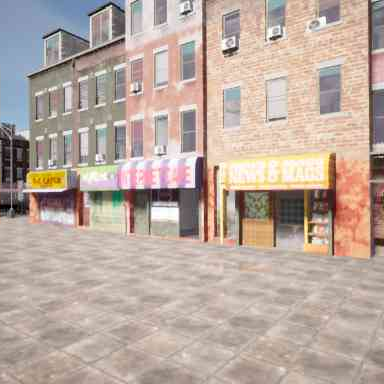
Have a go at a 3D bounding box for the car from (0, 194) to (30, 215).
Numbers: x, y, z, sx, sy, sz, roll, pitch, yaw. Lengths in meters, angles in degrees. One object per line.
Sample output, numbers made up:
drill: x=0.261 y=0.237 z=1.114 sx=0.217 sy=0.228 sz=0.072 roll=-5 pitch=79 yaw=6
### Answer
car: x=-17.946 y=1.225 z=31.016 sx=2.150 sy=2.045 sz=5.566 roll=-1 pitch=0 yaw=36
